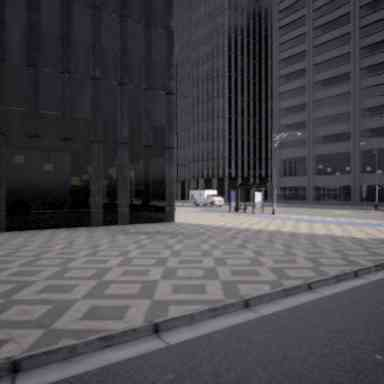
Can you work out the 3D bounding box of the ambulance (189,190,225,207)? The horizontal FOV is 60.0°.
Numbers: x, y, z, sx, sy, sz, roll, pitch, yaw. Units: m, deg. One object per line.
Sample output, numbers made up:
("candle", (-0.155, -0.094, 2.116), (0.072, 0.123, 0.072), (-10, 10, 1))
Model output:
("ambulance", (2.254, 0.983, 50.309), (2.351, 2.431, 6.366), (0, 0, -35))
